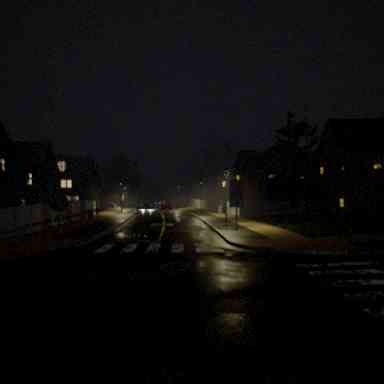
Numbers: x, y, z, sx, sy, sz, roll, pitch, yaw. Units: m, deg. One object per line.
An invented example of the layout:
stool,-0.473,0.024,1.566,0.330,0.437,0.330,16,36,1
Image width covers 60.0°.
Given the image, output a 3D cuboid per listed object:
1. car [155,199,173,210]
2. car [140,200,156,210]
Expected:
car,-4.193,2.192,52.168,1.895,1.301,4.718,0,-1,-11
car,-7.678,2.220,55.760,1.994,1.385,4.181,0,-1,-11
